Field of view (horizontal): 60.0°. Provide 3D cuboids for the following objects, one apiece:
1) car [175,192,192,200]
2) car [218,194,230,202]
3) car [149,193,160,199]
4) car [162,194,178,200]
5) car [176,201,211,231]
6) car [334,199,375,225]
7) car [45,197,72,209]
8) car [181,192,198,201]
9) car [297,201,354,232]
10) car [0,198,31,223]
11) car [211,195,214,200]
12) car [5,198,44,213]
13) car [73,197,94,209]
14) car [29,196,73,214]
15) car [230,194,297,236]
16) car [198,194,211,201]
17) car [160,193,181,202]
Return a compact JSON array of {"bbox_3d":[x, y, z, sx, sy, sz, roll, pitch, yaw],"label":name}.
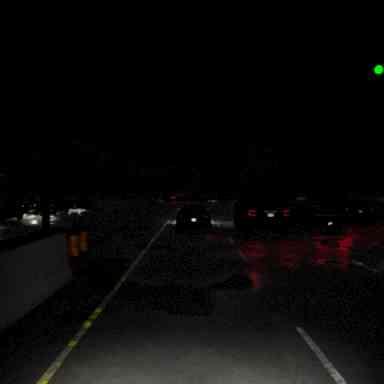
[{"bbox_3d":[-2.068,0.843,79.506,2.097,1.767,4.553,0,0,-30],"label":"car"},{"bbox_3d":[6.752,1.217,66.425,1.837,1.490,4.892,0,0,-18],"label":"car"},{"bbox_3d":[-8.379,0.980,76.473,1.882,1.535,5.008,0,0,-30],"label":"car"},{"bbox_3d":[-5.246,1.090,78.030,1.895,1.301,4.718,0,0,-30],"label":"car"},{"bbox_3d":[0.097,1.474,19.960,1.994,1.385,4.181,0,0,0],"label":"car"},{"bbox_3d":[10.596,1.249,23.032,2.097,1.767,4.553,0,0,0],"label":"car"},{"bbox_3d":[-17.584,1.410,43.953,1.895,1.301,4.718,0,0,-3],"label":"car"},{"bbox_3d":[-1.205,1.180,68.376,1.882,1.535,5.008,0,0,-22],"label":"car"},{"bbox_3d":[7.097,1.404,19.507,2.128,1.511,4.902,0,0,0],"label":"car"},{"bbox_3d":[-14.040,1.418,24.348,1.812,1.442,4.674,0,0,0],"label":"car"},{"bbox_3d":[3.352,1.197,76.033,1.812,1.442,4.674,0,0,-26],"label":"car"},{"bbox_3d":[-17.506,1.373,35.086,1.812,1.442,4.674,0,0,0],"label":"car"},{"bbox_3d":[-14.061,1.363,42.569,2.033,1.411,5.357,0,0,0],"label":"car"},{"bbox_3d":[-14.005,1.207,33.304,2.097,1.767,4.553,0,0,0],"label":"car"},{"bbox_3d":[3.597,1.141,17.875,2.150,2.045,5.566,0,0,0],"label":"car"},{"bbox_3d":[1.810,1.246,70.332,1.994,1.385,4.181,0,0,-22],"label":"car"},{"bbox_3d":[-4.420,1.214,66.994,1.837,1.490,4.892,0,0,-22],"label":"car"}]
